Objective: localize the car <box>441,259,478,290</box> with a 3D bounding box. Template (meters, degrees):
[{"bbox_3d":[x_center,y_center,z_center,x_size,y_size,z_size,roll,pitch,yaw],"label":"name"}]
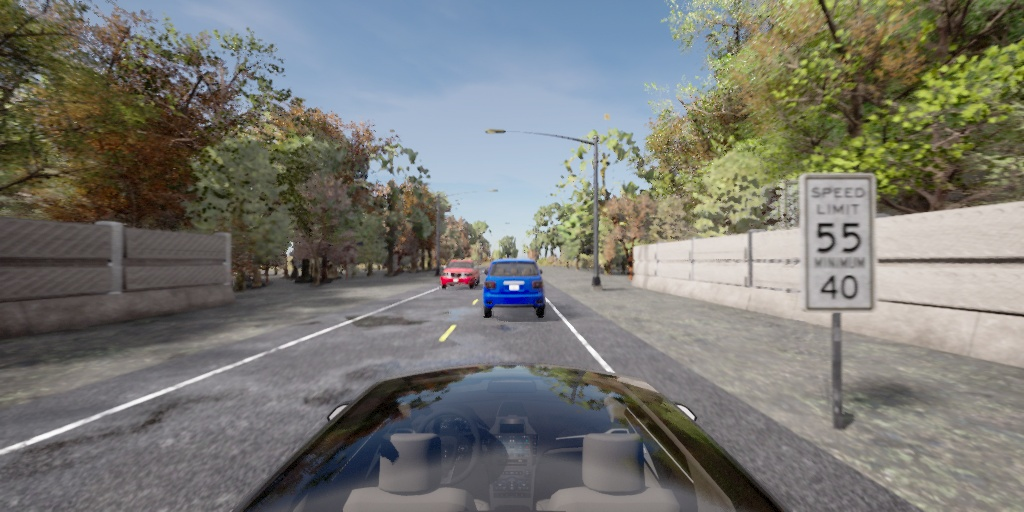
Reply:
[{"bbox_3d":[-3.596,1.259,25.730,2.150,2.045,5.566,1,-1,0],"label":"car"}]

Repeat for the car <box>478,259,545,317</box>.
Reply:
[{"bbox_3d":[0.072,1.130,14.251,2.150,2.045,5.566,0,0,0],"label":"car"}]
